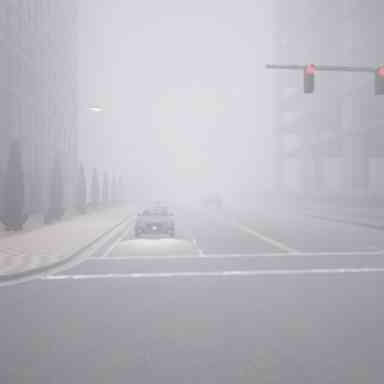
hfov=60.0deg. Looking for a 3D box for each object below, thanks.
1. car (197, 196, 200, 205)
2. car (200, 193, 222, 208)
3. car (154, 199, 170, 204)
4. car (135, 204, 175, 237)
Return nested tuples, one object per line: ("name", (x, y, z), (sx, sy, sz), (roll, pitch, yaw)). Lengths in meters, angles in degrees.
("car", (2.027, 1.309, 57.433), (2.097, 1.767, 4.553), (0, 0, -5))
("car", (2.893, 1.187, 47.048), (2.150, 2.045, 5.566), (0, 0, -4))
("car", (-3.552, 1.546, 38.087), (2.033, 1.411, 5.357), (0, 0, -4))
("car", (-1.976, 1.581, 18.107), (1.994, 1.385, 4.181), (0, 0, -5))
